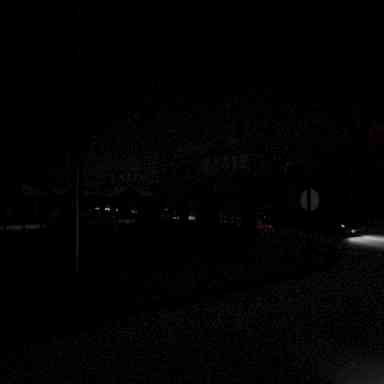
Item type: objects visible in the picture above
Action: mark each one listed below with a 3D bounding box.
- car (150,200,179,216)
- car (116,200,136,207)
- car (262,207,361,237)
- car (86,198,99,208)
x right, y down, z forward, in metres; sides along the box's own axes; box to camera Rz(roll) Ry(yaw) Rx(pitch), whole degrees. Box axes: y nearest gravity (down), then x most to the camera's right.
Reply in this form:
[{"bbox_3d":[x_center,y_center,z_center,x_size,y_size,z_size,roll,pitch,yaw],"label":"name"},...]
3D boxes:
[{"bbox_3d":[-2.844,1.526,31.564,1.812,1.442,4.674,0,0,-37],"label":"car"},{"bbox_3d":[-10.083,1.547,48.961,2.033,1.411,5.357,0,0,-37],"label":"car"},{"bbox_3d":[6.421,1.547,18.606,2.033,1.411,5.357,0,0,-36],"label":"car"},{"bbox_3d":[-15.277,1.493,49.140,2.128,1.511,4.902,0,0,-35],"label":"car"}]
